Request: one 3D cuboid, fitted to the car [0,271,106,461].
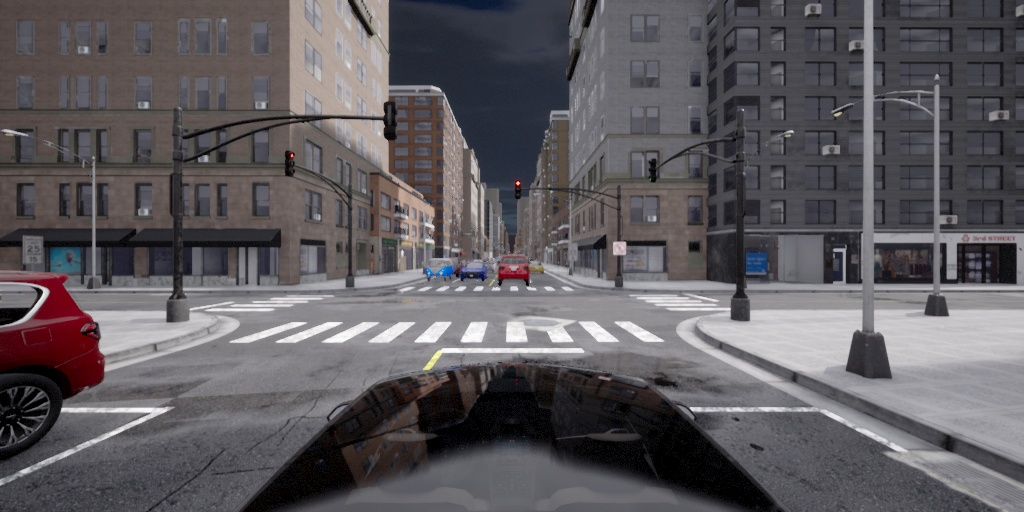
[{"bbox_3d":[-5.857,1.065,2.183,2.192,1.841,5.009,0,0,0],"label":"car"}]

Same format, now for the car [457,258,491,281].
[{"bbox_3d":[-3.081,1.219,29.706,1.882,1.535,5.008,0,0,0],"label":"car"}]

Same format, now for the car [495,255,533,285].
[{"bbox_3d":[0.116,0.964,26.279,2.150,2.045,5.566,0,0,0],"label":"car"}]

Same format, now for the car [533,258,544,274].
[{"bbox_3d":[2.694,1.263,40.511,1.751,1.417,4.829,0,0,0],"label":"car"}]

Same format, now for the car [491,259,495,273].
[{"bbox_3d":[-3.068,1.337,44.100,1.895,1.301,4.718,0,0,0],"label":"car"}]

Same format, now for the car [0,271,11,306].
[{"bbox_3d":[-22.871,1.325,13.875,4.181,1.385,1.994,0,0,0],"label":"car"}]

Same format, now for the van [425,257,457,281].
[{"bbox_3d":[-5.839,1.082,29.131,1.690,1.789,3.998,0,0,0],"label":"van"}]

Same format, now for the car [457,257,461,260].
[{"bbox_3d":[-5.836,1.055,34.727,2.192,1.841,5.009,0,0,0],"label":"car"}]
